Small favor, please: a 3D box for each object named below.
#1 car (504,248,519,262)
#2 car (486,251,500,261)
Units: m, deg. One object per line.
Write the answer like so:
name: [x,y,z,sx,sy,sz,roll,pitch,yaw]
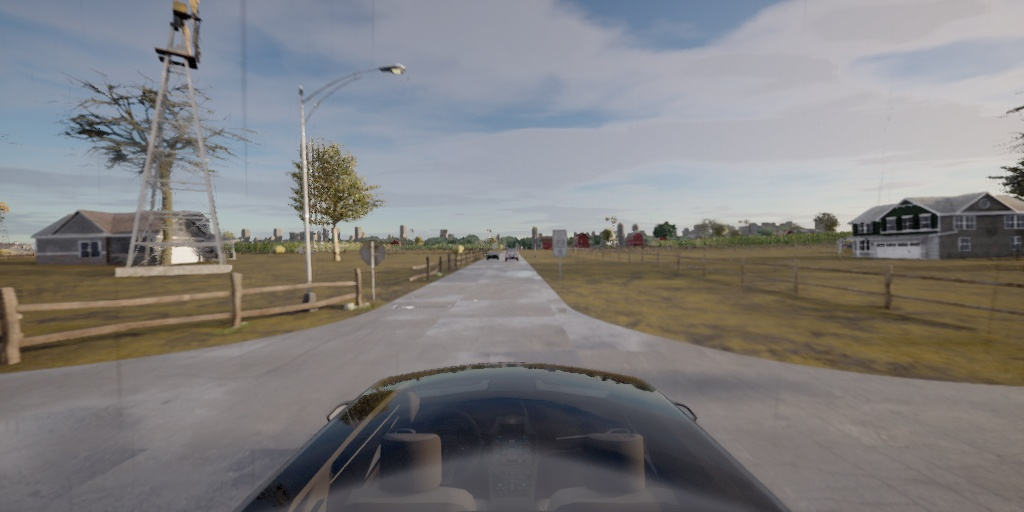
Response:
car: [-0.031,-0.020,47.599,2.033,1.411,5.357,-1,2,0]
car: [-2.781,-0.048,52.574,1.895,1.301,4.718,-1,2,0]
